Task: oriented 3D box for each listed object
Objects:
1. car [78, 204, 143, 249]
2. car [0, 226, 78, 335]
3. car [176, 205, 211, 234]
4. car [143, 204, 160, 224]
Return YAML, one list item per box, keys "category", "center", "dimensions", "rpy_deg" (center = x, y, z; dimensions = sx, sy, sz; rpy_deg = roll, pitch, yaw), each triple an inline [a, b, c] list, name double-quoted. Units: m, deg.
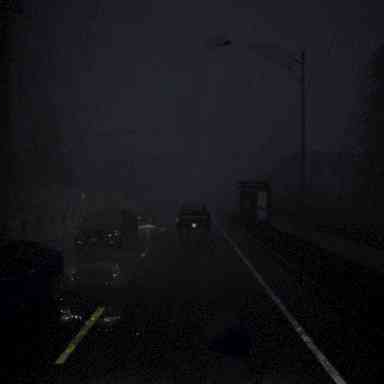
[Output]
- category: "car"
  center: [-3.581, 1.473, 14.673]
  dimensions: [1.882, 1.535, 5.008]
  rpy_deg: [0, 0, 0]
- category: "car"
  center: [-3.583, 1.524, 5.383]
  dimensions: [1.812, 1.442, 4.674]
  rpy_deg: [0, 0, -1]
- category: "car"
  center: [0.107, 1.484, 19.338]
  dimensions: [2.128, 1.511, 4.902]
  rpy_deg: [0, 0, 0]
- category: "car"
  center: [-3.523, 1.556, 24.644]
  dimensions: [1.994, 1.385, 4.181]
  rpy_deg: [0, 0, 1]
